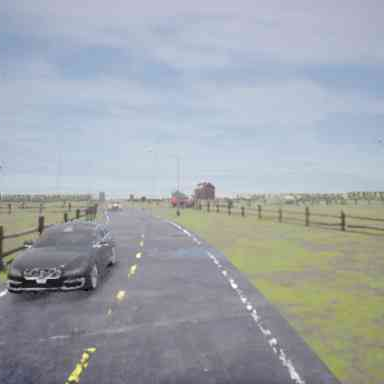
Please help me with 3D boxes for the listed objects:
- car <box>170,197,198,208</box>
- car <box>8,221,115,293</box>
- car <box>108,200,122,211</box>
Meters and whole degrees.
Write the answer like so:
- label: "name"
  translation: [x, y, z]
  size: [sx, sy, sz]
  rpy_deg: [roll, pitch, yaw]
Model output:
- label: "car"
  translation: [-1.696, 1.987, 66.800]
  size: [5.566, 2.045, 2.150]
  rpy_deg: [0, -2, -15]
- label: "car"
  translation: [-3.334, 1.643, 9.364]
  size: [1.837, 1.490, 4.892]
  rpy_deg: [0, -1, -5]
- label: "car"
  translation: [-12.389, 2.169, 53.445]
  size: [2.097, 1.767, 4.553]
  rpy_deg: [0, -1, -15]
